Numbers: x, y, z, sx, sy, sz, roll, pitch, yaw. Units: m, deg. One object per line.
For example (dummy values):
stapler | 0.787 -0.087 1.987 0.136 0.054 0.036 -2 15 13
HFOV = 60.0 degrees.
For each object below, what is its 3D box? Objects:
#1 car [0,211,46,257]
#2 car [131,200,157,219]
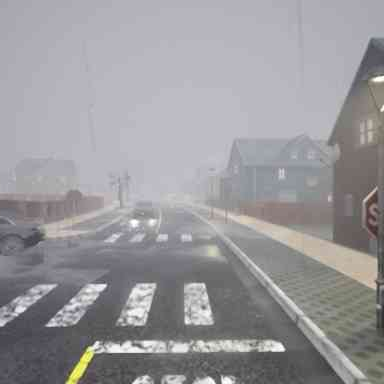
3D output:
car | -7.563 1.368 11.189 4.902 1.511 2.128 2 1 -24
car | -4.146 1.495 28.957 1.837 1.490 4.892 0 0 -5
